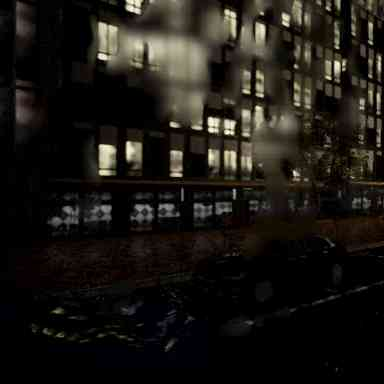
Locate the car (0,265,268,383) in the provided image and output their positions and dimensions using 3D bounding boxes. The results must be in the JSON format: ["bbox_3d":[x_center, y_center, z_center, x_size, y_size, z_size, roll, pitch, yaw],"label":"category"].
[{"bbox_3d":[-2.042,1.471,1.791,5.008,1.535,1.882,1,-1,-35],"label":"car"}]

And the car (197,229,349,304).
[{"bbox_3d":[2.048,1.618,8.035,4.403,1.369,2.008,1,-1,-36],"label":"car"}]
